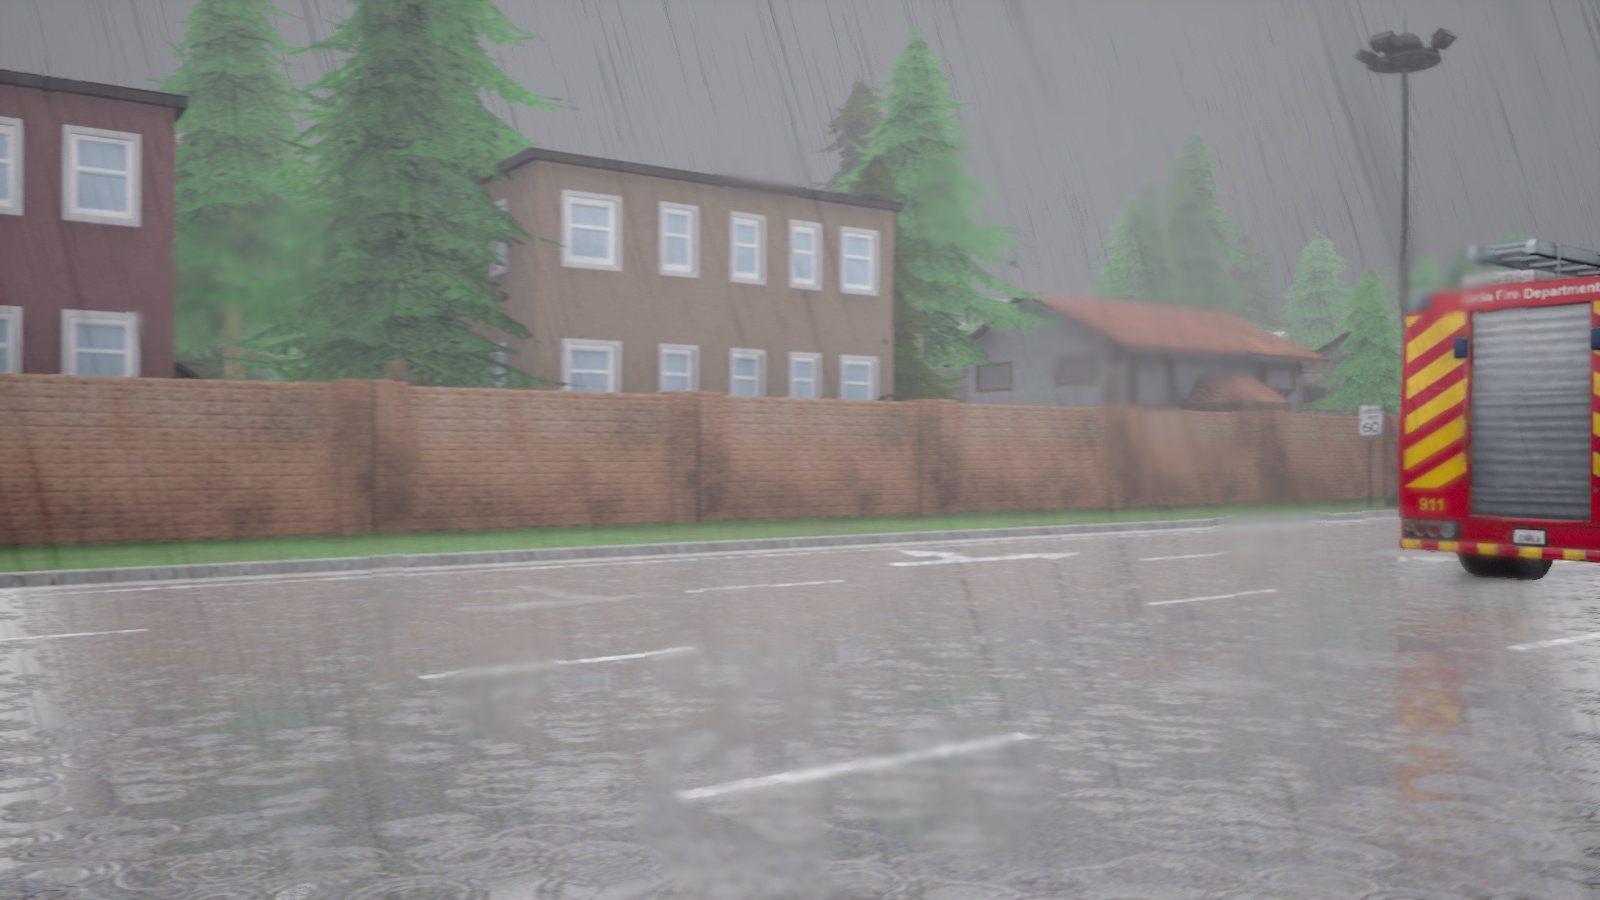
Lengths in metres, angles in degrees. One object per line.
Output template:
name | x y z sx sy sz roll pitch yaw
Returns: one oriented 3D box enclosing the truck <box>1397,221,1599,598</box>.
truck | 11.193 -0.404 15.718 8.468 3.827 2.891 0 0 -35
